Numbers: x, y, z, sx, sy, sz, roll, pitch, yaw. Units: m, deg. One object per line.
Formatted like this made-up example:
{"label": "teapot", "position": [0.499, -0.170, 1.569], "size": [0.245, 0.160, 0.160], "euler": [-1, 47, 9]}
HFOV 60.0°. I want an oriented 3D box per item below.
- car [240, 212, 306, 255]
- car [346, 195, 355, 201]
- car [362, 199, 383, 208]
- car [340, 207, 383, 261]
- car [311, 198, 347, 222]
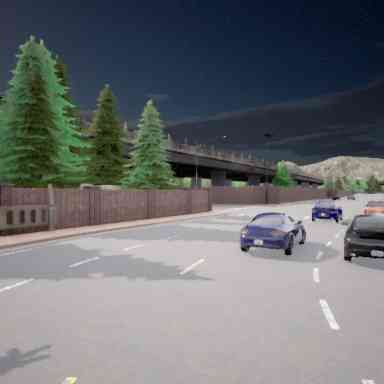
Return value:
{"label": "car", "position": [3.306, 1.532, 13.289], "size": [1.812, 1.442, 4.674], "euler": [0, 0, 27]}
{"label": "car", "position": [41.208, 1.491, 86.251], "size": [1.837, 1.490, 4.892], "euler": [0, 0, 30]}
{"label": "car", "position": [13.737, 1.365, 24.465], "size": [2.097, 1.767, 4.553], "euler": [0, 0, 30]}
{"label": "car", "position": [6.418, 1.515, 11.687], "size": [1.837, 1.490, 4.892], "euler": [0, 0, 27]}
{"label": "car", "position": [10.718, 1.484, 26.236], "size": [1.882, 1.535, 5.008], "euler": [0, 0, 30]}
